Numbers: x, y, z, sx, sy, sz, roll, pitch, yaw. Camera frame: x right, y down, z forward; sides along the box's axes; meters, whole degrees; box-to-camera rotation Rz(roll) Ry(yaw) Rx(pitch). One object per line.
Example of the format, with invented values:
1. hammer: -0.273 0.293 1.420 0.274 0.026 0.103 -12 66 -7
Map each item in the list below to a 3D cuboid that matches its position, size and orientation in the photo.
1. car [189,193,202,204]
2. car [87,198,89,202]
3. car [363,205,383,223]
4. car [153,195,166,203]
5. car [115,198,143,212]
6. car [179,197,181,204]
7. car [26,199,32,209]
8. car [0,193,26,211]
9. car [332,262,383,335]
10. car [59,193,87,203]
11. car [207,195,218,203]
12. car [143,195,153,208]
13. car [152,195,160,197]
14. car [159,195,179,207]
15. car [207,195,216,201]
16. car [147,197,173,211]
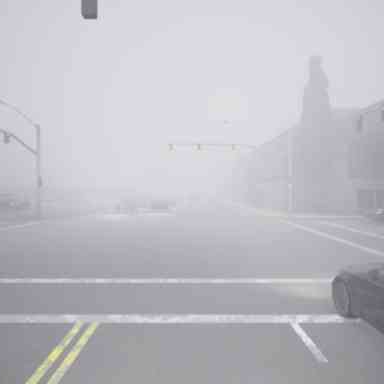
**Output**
1. car: 0.616 1.128 62.507 2.150 2.045 5.566 0 0 2
2. car: -21.389 1.303 62.155 3.806 1.475 1.970 0 0 0
3. car: 14.686 1.317 23.550 4.553 1.767 2.097 0 0 0
4. car: -6.385 1.378 66.169 1.882 1.535 5.008 0 0 2
5. car: -7.202 1.436 37.136 2.128 1.511 4.902 0 0 1
6. car: -3.060 1.416 59.573 1.837 1.490 4.892 0 0 2
7. car: -21.390 1.097 39.636 3.866 1.878 1.905 0 0 0
8. car: -21.448 1.099 36.741 4.605 1.855 1.932 0 0 0
9. car: 3.558 1.519 4.370 1.812 1.442 4.674 0 0 0
10. car: -21.404 1.068 59.259 3.866 1.878 1.905 0 0 0
11. car: 4.143 1.460 67.072 1.994 1.385 4.181 0 0 2
12. car: -7.002 1.495 46.047 1.994 1.385 4.181 0 0 2
13. car: -6.671 1.268 56.057 2.097 1.767 4.553 0 0 2
14. car: -3.400 1.490 49.284 1.994 1.385 4.181 0 0 2
15. car: 4.406 1.355 76.863 1.994 1.385 4.181 0 0 2
16. car: -3.662 1.542 39.226 1.895 1.301 4.718 0 0 1
